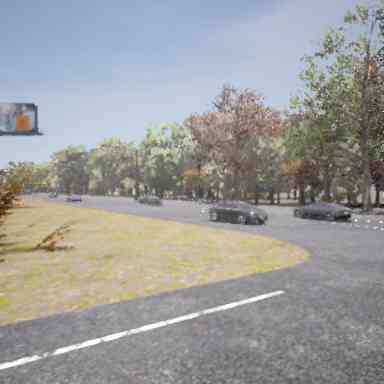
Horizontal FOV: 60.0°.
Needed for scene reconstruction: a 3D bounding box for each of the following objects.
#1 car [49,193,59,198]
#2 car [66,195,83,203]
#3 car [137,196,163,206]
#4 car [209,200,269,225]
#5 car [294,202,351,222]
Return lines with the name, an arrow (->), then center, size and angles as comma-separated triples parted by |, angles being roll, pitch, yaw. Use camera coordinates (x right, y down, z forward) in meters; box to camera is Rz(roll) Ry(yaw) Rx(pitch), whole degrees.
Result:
car -> -35.580, 0.979, 85.650 | 1.895, 1.301, 4.718 | 0, 0, -28
car -> -20.614, 1.149, 58.054 | 2.033, 1.411, 5.357 | 0, 0, -32
car -> -6.319, 1.235, 49.417 | 2.033, 1.411, 5.357 | 0, 0, -34
car -> 3.109, 1.376, 23.000 | 1.837, 1.490, 4.892 | 0, 0, -34
car -> 9.904, 1.437, 25.463 | 1.994, 1.385, 4.181 | 0, 0, -34
